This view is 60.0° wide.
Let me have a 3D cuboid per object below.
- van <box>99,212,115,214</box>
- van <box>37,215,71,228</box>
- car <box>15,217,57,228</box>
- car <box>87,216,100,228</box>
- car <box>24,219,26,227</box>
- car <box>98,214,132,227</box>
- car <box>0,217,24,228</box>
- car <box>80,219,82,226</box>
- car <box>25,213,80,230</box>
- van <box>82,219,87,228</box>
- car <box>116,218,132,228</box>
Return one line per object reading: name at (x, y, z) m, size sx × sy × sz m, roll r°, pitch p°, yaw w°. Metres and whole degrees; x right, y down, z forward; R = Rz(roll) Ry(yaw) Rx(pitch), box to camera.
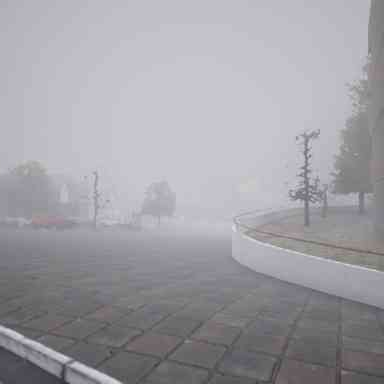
van at (-23.454, 7.323, 92.576) m, size 1.878 × 1.987 × 4.442 m, roll 0°, pitch 1°, yaw 10°
van at (-21.673, 4.631, 52.412) m, size 4.442 × 1.987 × 1.878 m, roll 0°, pitch -6°, yaw 5°
car at (-23.236, 4.569, 49.674) m, size 5.366 × 1.575 × 1.946 m, roll 0°, pitch -5°, yaw 5°
car at (-19.271, 5.420, 57.865) m, size 4.892 × 1.521 × 2.231 m, roll 0°, pitch -5°, yaw 5°
car at (-24.313, 4.331, 46.922) m, size 4.674 × 1.452 × 2.002 m, roll 0°, pitch -6°, yaw 5°
car at (-15.531, 6.014, 66.091) m, size 5.566 × 2.045 × 2.435 m, roll 0°, pitch -5°, yaw 5°
car at (-25.556, 4.049, 44.174) m, size 4.674 × 1.452 × 2.002 m, roll 0°, pitch -5°, yaw 5°
car at (-18.473, 4.571, 47.147) m, size 1.895 × 1.301 × 4.718 m, roll -1°, pitch -6°, yaw 24°
car at (-17.021, 3.658, 40.961) m, size 2.150 × 2.045 × 5.566 m, roll -1°, pitch -6°, yaw 24°
van at (-20.416, 4.914, 55.152) m, size 4.442 × 1.987 × 1.878 m, roll 0°, pitch -6°, yaw 5°
car at (-11.568, 6.127, 62.266) m, size 1.895 × 1.301 × 4.718 m, roll -1°, pitch -6°, yaw 25°
